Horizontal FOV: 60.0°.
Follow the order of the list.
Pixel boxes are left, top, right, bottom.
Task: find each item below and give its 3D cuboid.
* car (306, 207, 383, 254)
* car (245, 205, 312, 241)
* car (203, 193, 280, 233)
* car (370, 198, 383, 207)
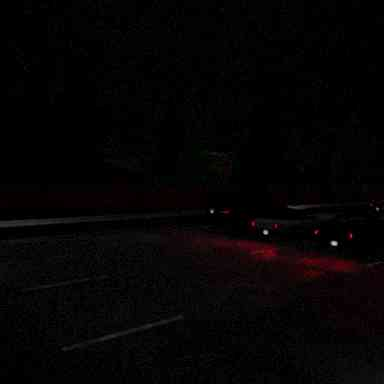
[{"bbox_3d":[6.758,1.471,12.881,4.718,1.301,1.895,-1,0,-36],"label":"car"},{"bbox_3d":[5.048,1.467,15.961,4.718,1.301,1.895,-1,0,-36],"label":"car"},{"bbox_3d":[3.219,1.085,18.956,5.566,2.045,2.150,-1,0,-36],"label":"car"},{"bbox_3d":[17.395,1.212,29.203,4.674,1.442,1.812,-1,0,-36],"label":"car"}]
